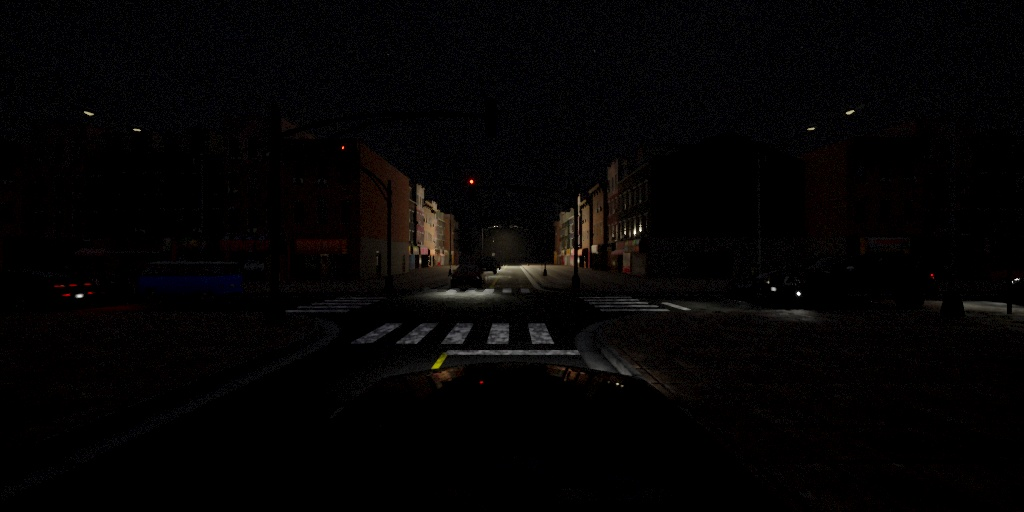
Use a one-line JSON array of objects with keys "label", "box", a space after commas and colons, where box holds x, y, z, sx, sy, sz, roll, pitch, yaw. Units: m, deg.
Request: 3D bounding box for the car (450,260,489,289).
[{"label": "car", "box": [-2.805, 1.240, 23.652, 1.882, 1.535, 5.008, 0, 0, 0]}]

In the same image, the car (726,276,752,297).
[{"label": "car", "box": [12.289, 1.267, 16.538, 4.403, 1.370, 2.007, 0, 0, 0]}]

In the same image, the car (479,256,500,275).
[{"label": "car", "box": [-2.771, 0.996, 39.897, 2.150, 2.045, 5.566, 0, 0, 0]}]

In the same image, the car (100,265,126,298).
[{"label": "car", "box": [-20.189, 1.239, 16.449, 4.097, 1.591, 1.967, 0, 0, 0]}]

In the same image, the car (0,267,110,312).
[{"label": "car", "box": [-19.172, 1.299, 13.900, 4.892, 1.490, 1.837, 0, 0, 0]}]

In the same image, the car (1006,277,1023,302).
[{"label": "car", "box": [22.658, 1.048, 14.025, 4.553, 1.767, 2.097, 0, 0, 0]}]

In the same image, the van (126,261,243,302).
[{"label": "van", "box": [-14.714, 1.124, 16.464, 3.998, 1.789, 1.690, 0, 0, 0]}]

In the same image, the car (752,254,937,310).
[{"label": "car", "box": [12.975, 0.935, 14.003, 5.566, 2.045, 2.150, 0, 0, 0]}]
